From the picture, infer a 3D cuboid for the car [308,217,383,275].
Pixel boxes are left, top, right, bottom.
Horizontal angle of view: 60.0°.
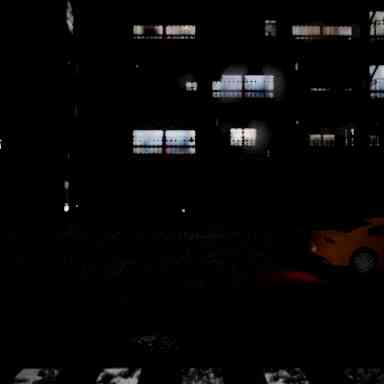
[{"bbox_3d":[6.156,1.515,10.079,5.008,1.535,1.882,-1,-1,0],"label":"car"}]
